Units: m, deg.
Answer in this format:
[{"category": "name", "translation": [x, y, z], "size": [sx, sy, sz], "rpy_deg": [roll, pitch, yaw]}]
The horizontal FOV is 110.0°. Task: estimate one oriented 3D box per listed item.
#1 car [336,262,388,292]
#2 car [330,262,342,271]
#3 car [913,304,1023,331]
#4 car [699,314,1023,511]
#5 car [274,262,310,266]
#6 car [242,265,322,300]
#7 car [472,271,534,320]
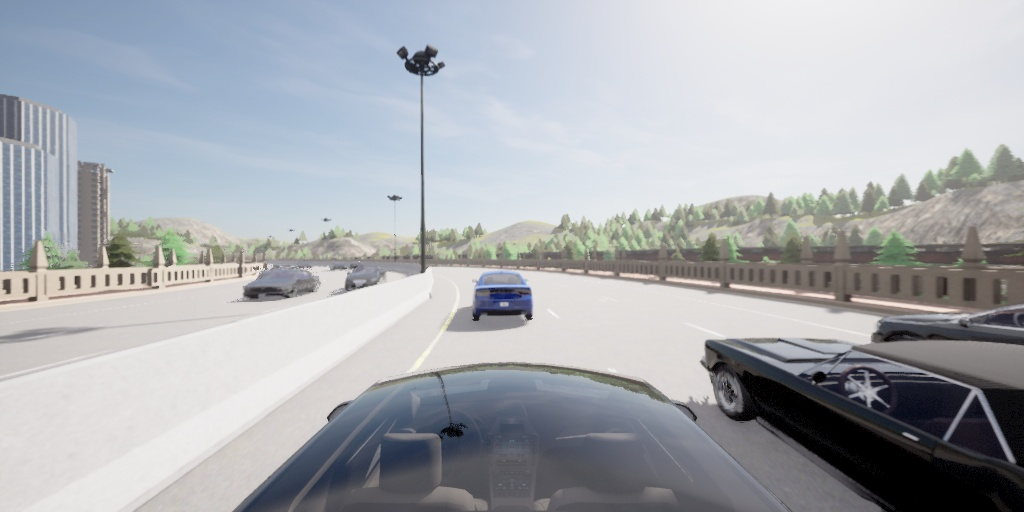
[{"category": "car", "translation": [-9.001, 1.353, 22.408], "size": [2.128, 1.511, 4.902], "rpy_deg": [0, 0, -12]}, {"category": "car", "translation": [-27.417, 1.636, 56.720], "size": [1.994, 1.385, 4.181], "rpy_deg": [0, 0, -34]}, {"category": "car", "translation": [6.936, 1.191, 4.019], "size": [2.128, 1.511, 4.902], "rpy_deg": [0, 0, 1]}, {"category": "car", "translation": [3.463, 1.325, 2.792], "size": [1.895, 1.301, 4.718], "rpy_deg": [0, 0, 1]}, {"category": "car", "translation": [-17.194, 1.427, 26.783], "size": [2.128, 1.511, 4.902], "rpy_deg": [0, 0, -15]}, {"category": "car", "translation": [-11.883, 1.426, 19.040], "size": [2.033, 1.411, 5.357], "rpy_deg": [0, 0, -10]}, {"category": "car", "translation": [-0.408, 1.252, 12.810], "size": [1.882, 1.535, 5.008], "rpy_deg": [0, 0, -4]}]
